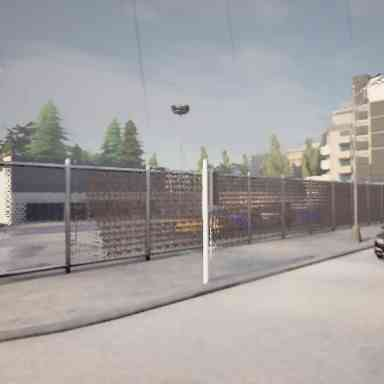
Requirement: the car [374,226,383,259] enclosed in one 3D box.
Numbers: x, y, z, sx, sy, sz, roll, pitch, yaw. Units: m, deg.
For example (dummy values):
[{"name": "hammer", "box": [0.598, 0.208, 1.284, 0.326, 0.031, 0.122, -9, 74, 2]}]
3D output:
[{"name": "car", "box": [8.519, 1.652, 12.490, 4.902, 1.511, 2.128, 0, -1, -42]}]
